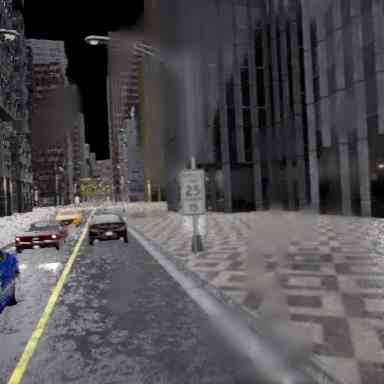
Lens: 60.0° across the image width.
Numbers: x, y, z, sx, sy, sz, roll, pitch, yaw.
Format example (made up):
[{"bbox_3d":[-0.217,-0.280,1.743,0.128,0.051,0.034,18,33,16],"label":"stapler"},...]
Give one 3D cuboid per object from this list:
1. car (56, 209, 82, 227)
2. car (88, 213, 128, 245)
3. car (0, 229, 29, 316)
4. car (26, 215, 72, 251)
[{"bbox_3d":[-11.065,2.306,29.991,1.882,1.535,5.008,-3,0,-16],"label":"car"},{"bbox_3d":[-4.596,1.874,18.133,1.882,1.535,5.008,-3,-1,-15],"label":"car"},{"bbox_3d":[-4.375,1.754,5.797,1.882,1.535,5.008,-3,-1,-18],"label":"car"},{"bbox_3d":[-7.362,2.125,16.587,1.895,1.301,4.718,-3,-1,-16],"label":"car"}]
